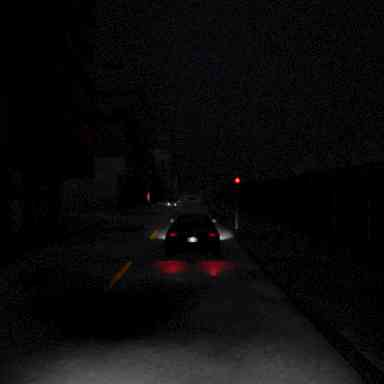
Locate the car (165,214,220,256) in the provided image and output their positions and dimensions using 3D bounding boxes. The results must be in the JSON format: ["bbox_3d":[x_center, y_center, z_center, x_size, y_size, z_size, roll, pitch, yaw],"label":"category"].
[{"bbox_3d":[0.041,1.565,13.117,1.994,1.385,4.181,0,0,1],"label":"car"}]

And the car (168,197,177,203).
[{"bbox_3d":[-4.033,1.598,69.272,1.895,1.301,4.718,0,0,0],"label":"car"}]

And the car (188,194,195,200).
[{"bbox_3d":[-0.050,1.313,91.007,1.882,1.535,5.008,0,0,0],"label":"car"}]

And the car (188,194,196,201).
[{"bbox_3d":[-0.042,1.519,80.587,2.128,1.511,4.902,0,0,0],"label":"car"}]

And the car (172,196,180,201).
[{"bbox_3d":[-4.045,1.582,84.949,1.895,1.301,4.718,0,0,0],"label":"car"}]
